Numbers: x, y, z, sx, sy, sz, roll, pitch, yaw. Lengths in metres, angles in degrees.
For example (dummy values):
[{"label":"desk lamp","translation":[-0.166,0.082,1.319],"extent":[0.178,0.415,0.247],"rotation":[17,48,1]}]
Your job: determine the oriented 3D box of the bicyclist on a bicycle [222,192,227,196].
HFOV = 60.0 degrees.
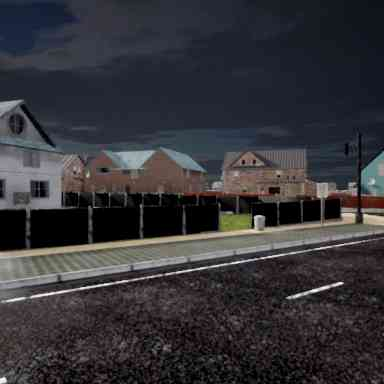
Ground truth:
[{"label":"bicyclist on a bicycle","translation":[3.783,0.791,38.689],"extent":[0.582,1.620,1.656],"rotation":[1,1,19]}]
